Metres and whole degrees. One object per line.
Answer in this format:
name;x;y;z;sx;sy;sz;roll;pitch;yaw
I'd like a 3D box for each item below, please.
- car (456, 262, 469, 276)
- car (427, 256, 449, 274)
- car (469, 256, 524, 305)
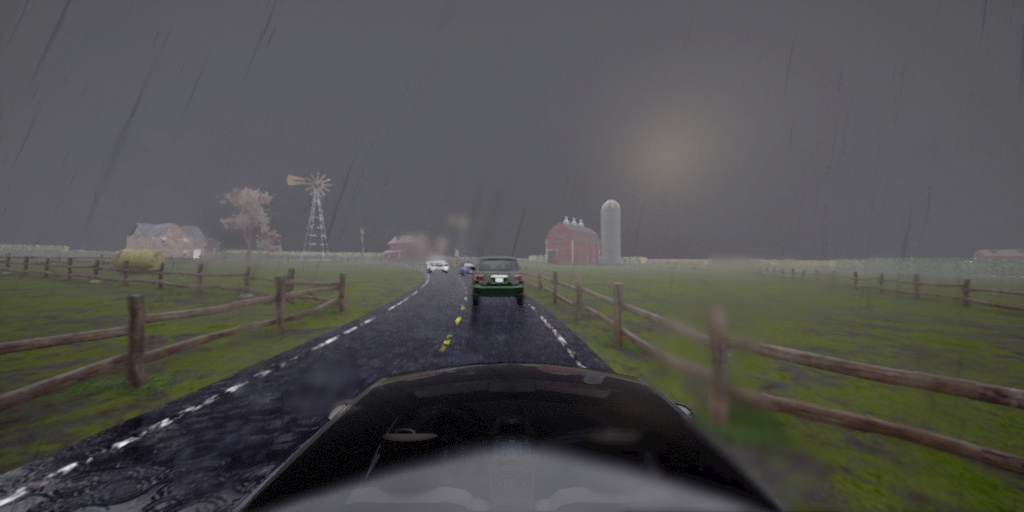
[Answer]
car;-4.721;1.360;38.300;1.812;1.442;4.674;0;0;-15
car;-8.965;1.017;43.232;2.150;2.045;5.566;1;0;-17
car;-0.743;1.030;16.639;2.150;2.045;5.566;0;0;-5
